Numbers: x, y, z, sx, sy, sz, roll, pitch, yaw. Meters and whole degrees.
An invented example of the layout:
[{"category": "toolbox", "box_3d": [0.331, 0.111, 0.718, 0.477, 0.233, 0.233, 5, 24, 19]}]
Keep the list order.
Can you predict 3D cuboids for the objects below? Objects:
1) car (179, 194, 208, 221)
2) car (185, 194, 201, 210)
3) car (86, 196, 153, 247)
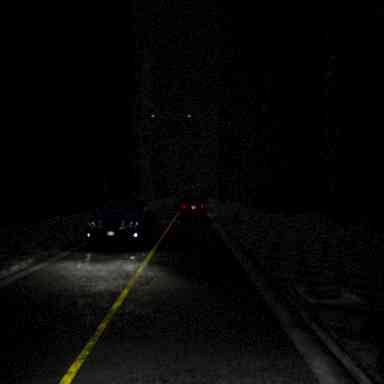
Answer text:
[{"category": "car", "box_3d": [0.111, 1.246, 27.589, 2.150, 2.045, 5.566, 0, 0, 0]}, {"category": "car", "box_3d": [0.134, 1.282, 46.105, 2.150, 2.045, 5.566, 0, 0, 1]}, {"category": "car", "box_3d": [-3.094, 1.233, 15.416, 2.150, 2.045, 5.566, 0, 0, 0]}]
